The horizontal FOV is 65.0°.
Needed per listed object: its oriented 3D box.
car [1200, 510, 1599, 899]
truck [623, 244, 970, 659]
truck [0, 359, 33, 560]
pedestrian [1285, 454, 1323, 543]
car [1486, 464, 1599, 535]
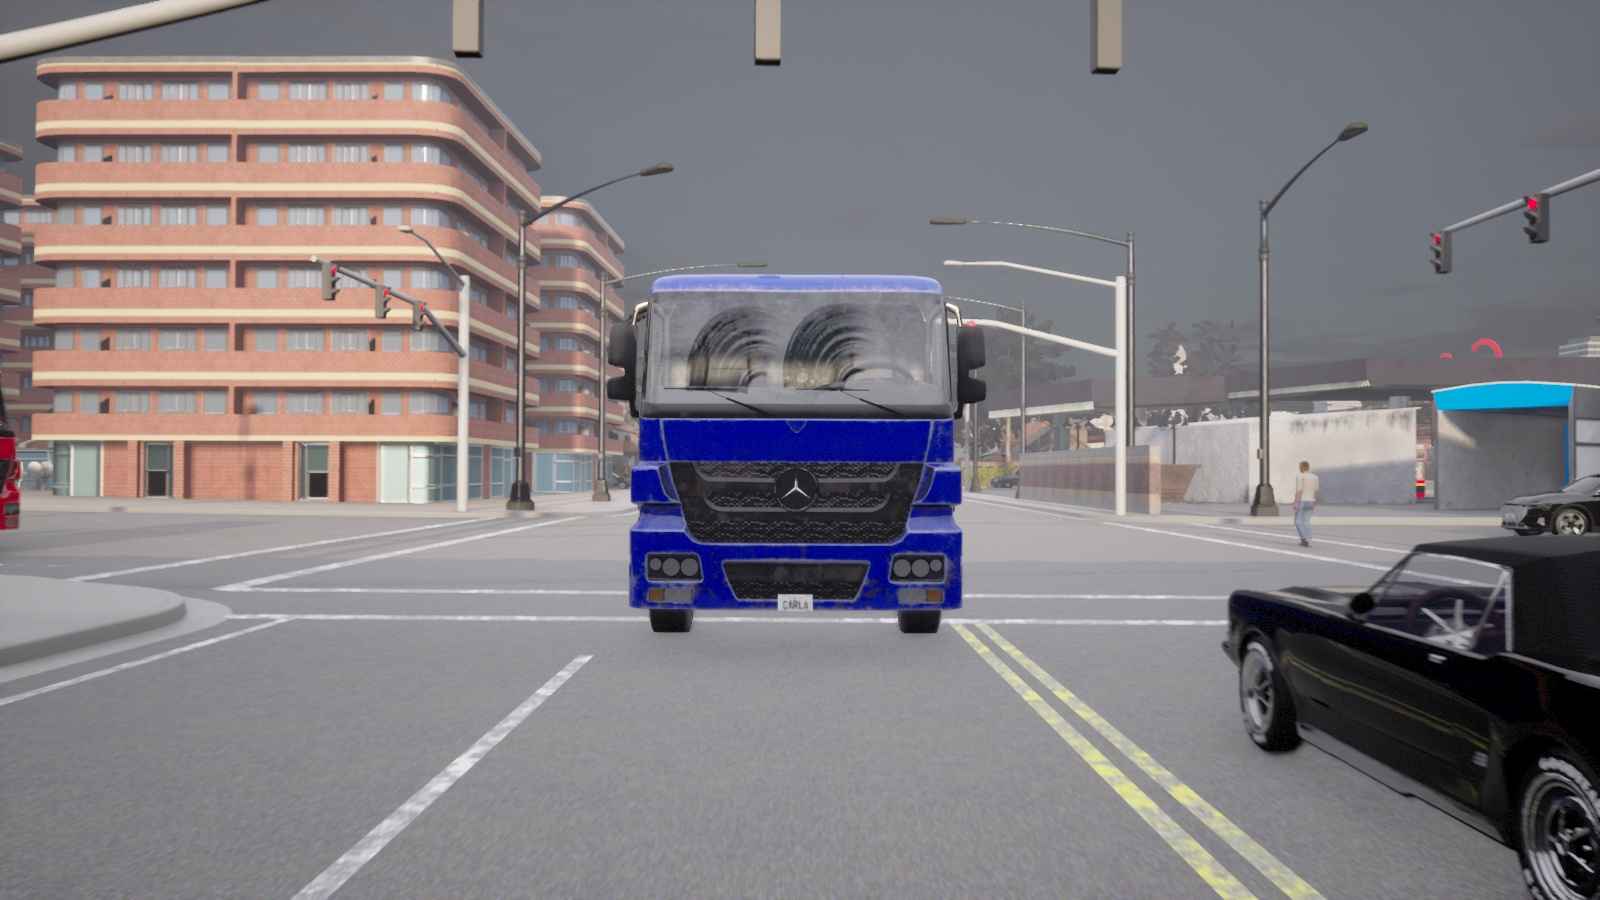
[{"bbox_3d":[3.469,0.995,5.596,1.895,1.301,4.718,0,-1,1],"label":"car"},{"bbox_3d":[-0.039,0.080,14.486,2.891,3.462,7.936,0,-1,0],"label":"truck"},{"bbox_3d":[-17.780,0.123,21.132,7.936,3.462,2.891,0,-1,0],"label":"truck"},{"bbox_3d":[10.523,1.002,26.238,0.354,1.836,0.706,0,-1,-15],"label":"pedestrian"},{"bbox_3d":[19.550,1.174,30.304,4.856,1.649,2.033,0,-1,1],"label":"car"}]
